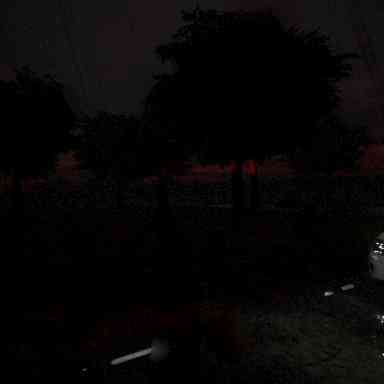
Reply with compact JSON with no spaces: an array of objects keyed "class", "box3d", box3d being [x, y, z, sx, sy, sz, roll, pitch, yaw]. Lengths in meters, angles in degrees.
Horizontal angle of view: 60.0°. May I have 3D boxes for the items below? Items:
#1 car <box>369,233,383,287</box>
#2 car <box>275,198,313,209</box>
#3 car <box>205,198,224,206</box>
[{"class":"car","box3d":[6.470,1.150,7.871,5.566,2.045,2.150,-1,0,-36]},{"class":"car","box3d":[13.876,1.578,45.534,2.033,1.411,5.357,-3,1,-31]},{"class":"car","box3d":[4.100,1.826,62.575,1.812,1.442,4.674,-3,0,-28]}]
